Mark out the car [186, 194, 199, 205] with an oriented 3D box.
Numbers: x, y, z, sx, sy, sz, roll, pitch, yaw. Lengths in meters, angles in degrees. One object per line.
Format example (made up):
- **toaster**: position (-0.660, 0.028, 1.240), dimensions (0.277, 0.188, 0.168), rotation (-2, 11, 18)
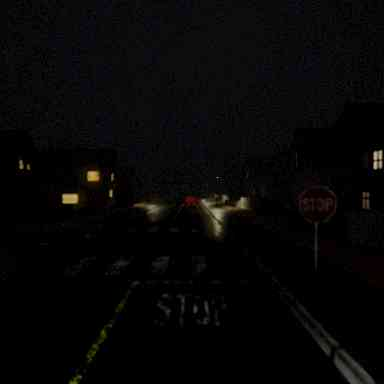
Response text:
- **car**: position (0.062, 1.136, 55.283), dimensions (2.097, 1.767, 4.553), rotation (0, 0, 0)
